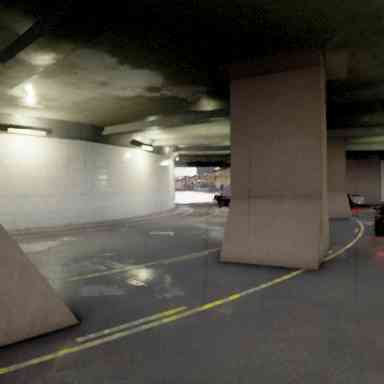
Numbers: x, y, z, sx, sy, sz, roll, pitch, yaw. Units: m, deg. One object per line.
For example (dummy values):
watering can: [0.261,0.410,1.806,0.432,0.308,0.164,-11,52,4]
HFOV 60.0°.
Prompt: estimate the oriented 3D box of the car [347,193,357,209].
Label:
car: [14.720,0.811,34.362,2.097,1.767,4.553,-1,1,2]

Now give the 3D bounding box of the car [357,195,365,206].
car: [18.142,0.895,38.517,1.812,1.442,4.674,-1,0,-2]

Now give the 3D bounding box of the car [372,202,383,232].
car: [10.368,1.214,17.025,1.812,1.442,4.674,0,1,28]

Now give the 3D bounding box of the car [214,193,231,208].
car: [4.064,1.138,38.467,1.994,1.385,4.181,-1,1,-3]
